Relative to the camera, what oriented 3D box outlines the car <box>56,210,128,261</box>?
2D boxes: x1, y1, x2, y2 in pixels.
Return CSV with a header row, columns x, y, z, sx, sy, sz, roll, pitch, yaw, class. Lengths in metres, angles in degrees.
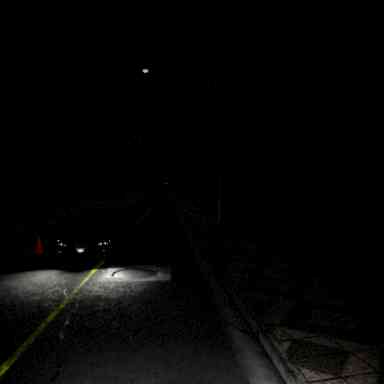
x,y,z,sx,sy,sz,roll,pitch,yaw,class
-3.501,1.491,12.344,1.837,1.490,4.892,0,0,-4,car
